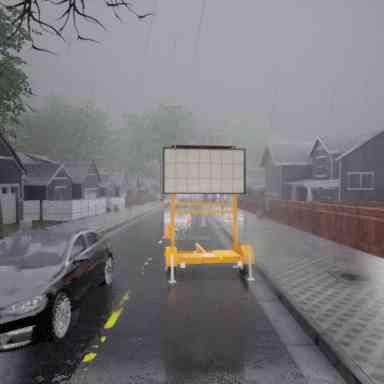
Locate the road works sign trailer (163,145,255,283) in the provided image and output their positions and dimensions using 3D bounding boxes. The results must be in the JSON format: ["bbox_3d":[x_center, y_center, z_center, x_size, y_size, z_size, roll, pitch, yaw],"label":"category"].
[{"bbox_3d":[0.334,0.458,9.711,2.380,3.560,2.880,0,0,-8],"label":"road works sign trailer"}]

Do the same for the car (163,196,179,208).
[{"bbox_3d":[-2.983,1.385,47.908,2.097,1.767,4.553,0,0,0],"label":"car"}]

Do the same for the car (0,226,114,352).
[{"bbox_3d":[-2.867,1.487,6.532,2.128,1.511,4.902,0,0,0],"label":"car"}]
